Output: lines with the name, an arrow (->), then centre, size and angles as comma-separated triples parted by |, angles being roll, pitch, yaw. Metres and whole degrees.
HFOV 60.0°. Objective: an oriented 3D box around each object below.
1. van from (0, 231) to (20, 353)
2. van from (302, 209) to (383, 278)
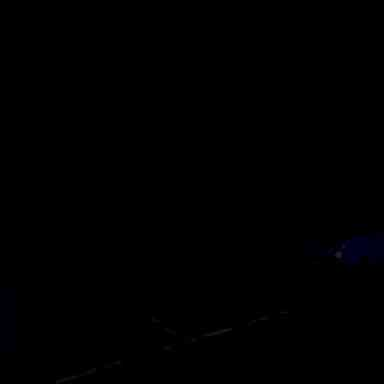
van -> -4.076, 1.328, 3.655 | 3.998, 1.788, 1.690 | 1, 0, -36
van -> 5.093, 1.438, 10.198 | 3.998, 1.788, 1.690 | 1, 0, -36
